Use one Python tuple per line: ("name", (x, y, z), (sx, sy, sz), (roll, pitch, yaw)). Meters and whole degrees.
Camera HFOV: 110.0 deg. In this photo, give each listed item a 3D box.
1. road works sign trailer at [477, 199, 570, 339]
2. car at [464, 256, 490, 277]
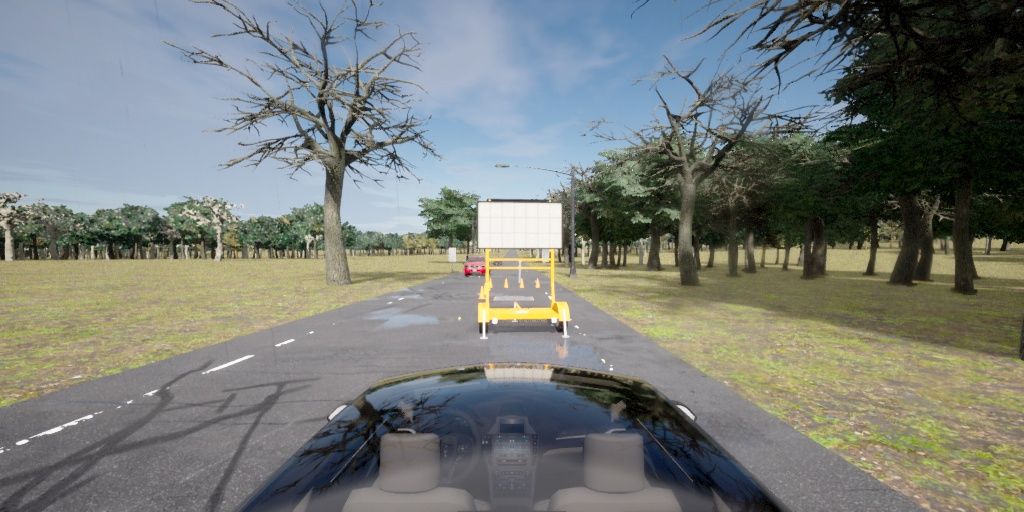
("road works sign trailer", (0.211, 0.212, 10.114), (2.380, 3.560, 2.880), (0, 0, -5))
("car", (-3.414, 0.997, 35.591), (2.150, 2.045, 5.566), (0, 0, 0))
